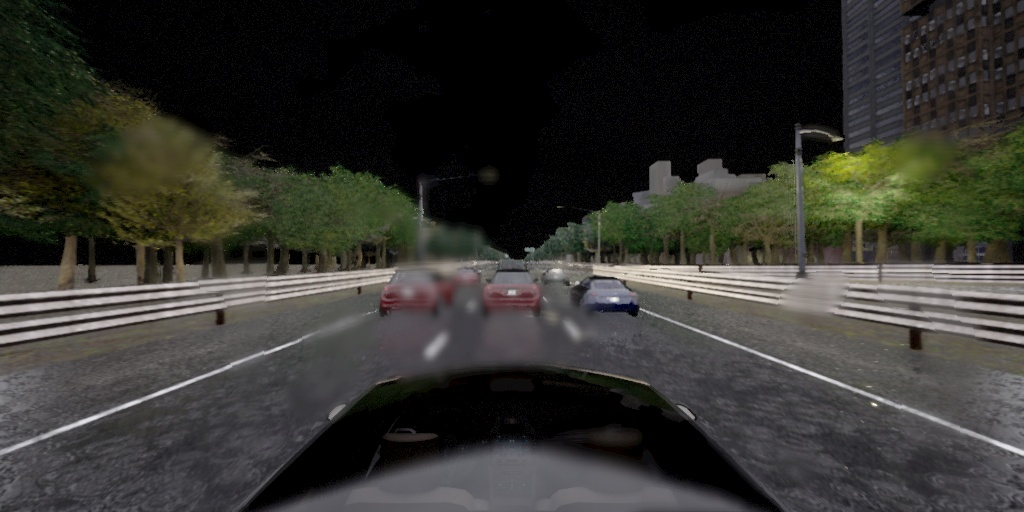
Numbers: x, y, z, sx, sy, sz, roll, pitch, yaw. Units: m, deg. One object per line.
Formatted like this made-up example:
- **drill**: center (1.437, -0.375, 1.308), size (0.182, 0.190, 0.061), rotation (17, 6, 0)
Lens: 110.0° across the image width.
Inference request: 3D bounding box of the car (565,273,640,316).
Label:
- **car**: center (3.540, 1.487, 14.348), size (1.994, 1.385, 4.181), rotation (0, -1, 0)

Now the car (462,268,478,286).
- **car**: center (-3.465, 1.678, 29.367), size (1.994, 1.385, 4.181), rotation (0, -1, 0)

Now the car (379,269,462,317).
- **car**: center (-3.462, 1.270, 14.112), size (2.097, 1.767, 4.553), rotation (0, -1, 0)

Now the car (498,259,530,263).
- **car**: center (0.022, 1.323, 28.115), size (2.150, 2.045, 5.566), rotation (0, 0, 0)

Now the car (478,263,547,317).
- **car**: center (0.038, 1.270, 14.120), size (2.097, 1.767, 4.553), rotation (0, -1, 0)

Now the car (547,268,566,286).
- **car**: center (3.535, 1.679, 29.432), size (1.994, 1.385, 4.181), rotation (0, -1, 0)
